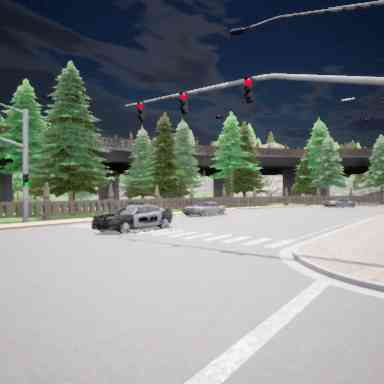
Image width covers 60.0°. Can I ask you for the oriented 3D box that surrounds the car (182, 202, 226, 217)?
[{"bbox_3d":[1.204,1.572,31.094,1.895,1.301,4.718,0,0,38],"label":"car"}]

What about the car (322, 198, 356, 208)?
[{"bbox_3d":[20.997,1.565,47.552,4.718,1.301,1.895,0,0,-20],"label":"car"}]

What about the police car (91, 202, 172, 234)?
[{"bbox_3d":[-3.295,1.392,19.033,1.930,1.638,5.238,0,0,37],"label":"police car"}]
